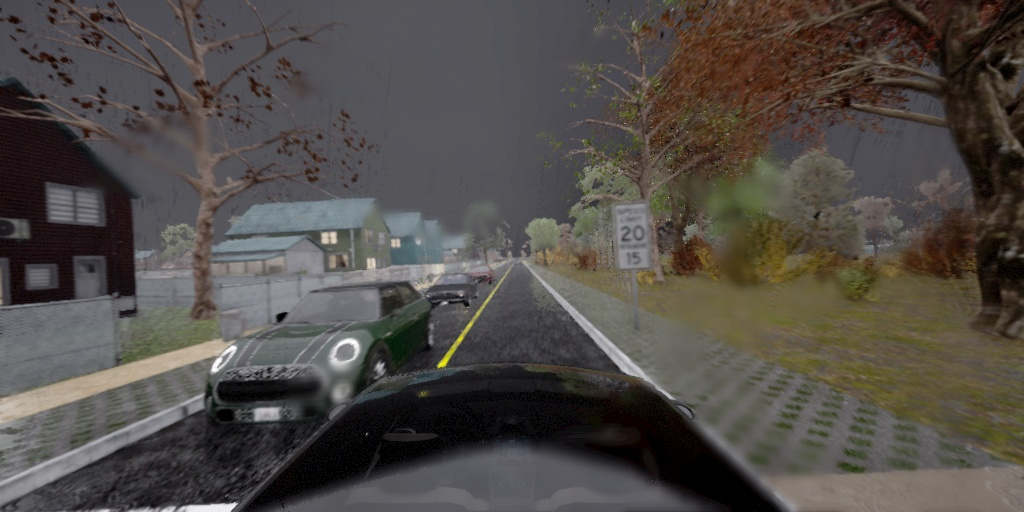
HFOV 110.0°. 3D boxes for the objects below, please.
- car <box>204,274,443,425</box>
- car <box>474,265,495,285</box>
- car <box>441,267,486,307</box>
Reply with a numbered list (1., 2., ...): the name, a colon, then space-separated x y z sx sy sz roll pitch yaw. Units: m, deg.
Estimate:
1. car: -2.880 1.284 6.480 2.097 1.767 4.553 -3 0 1
2. car: -2.456 1.499 29.329 1.882 1.535 5.008 -3 0 1
3. car: -2.678 1.521 17.091 2.033 1.411 5.357 -3 0 1
